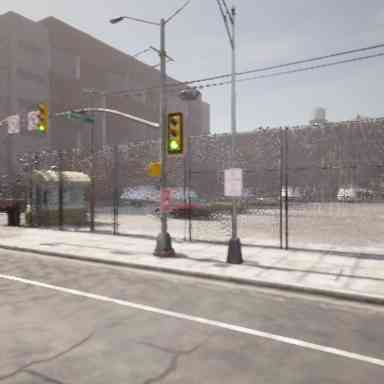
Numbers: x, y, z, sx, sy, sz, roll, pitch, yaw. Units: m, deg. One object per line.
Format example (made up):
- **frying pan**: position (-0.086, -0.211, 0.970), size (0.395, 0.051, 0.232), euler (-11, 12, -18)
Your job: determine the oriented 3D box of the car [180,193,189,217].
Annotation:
- **car**: position (-0.856, 1.176, 25.930), size (4.553, 1.767, 2.185), euler (0, 0, 31)
